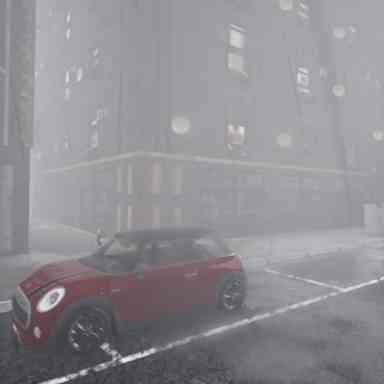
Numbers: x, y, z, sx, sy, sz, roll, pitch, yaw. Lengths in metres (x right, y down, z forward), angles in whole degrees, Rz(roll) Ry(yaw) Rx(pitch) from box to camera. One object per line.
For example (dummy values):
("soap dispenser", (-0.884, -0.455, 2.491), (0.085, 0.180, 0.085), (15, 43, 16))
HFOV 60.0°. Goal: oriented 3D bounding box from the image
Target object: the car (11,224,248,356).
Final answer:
("car", (-0.963, 1.445, 6.025), (4.097, 1.590, 1.967), (0, 1, -36))
